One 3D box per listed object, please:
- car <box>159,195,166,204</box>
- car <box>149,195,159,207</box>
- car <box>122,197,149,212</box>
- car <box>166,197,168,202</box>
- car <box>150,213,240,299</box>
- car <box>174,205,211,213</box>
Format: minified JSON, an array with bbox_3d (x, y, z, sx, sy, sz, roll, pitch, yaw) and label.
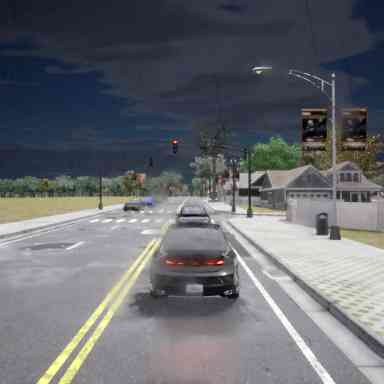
[{"bbox_3d":[-6.653,1.355,63.185,2.097,1.767,4.553,0,0,0],"label":"car"},{"bbox_3d":[-6.670,1.483,50.449,1.882,1.535,5.008,0,0,0],"label":"car"},{"bbox_3d":[-6.675,1.557,38.479,2.033,1.411,5.357,0,0,0],"label":"car"},{"bbox_3d":[-6.618,1.498,75.952,1.994,1.385,4.181,0,0,0],"label":"car"},{"bbox_3d":[0.070,1.510,8.476,1.837,1.490,4.892,0,0,1],"label":"car"},{"bbox_3d":[0.045,1.500,18.746,2.128,1.511,4.902,0,0,-2],"label":"car"}]
